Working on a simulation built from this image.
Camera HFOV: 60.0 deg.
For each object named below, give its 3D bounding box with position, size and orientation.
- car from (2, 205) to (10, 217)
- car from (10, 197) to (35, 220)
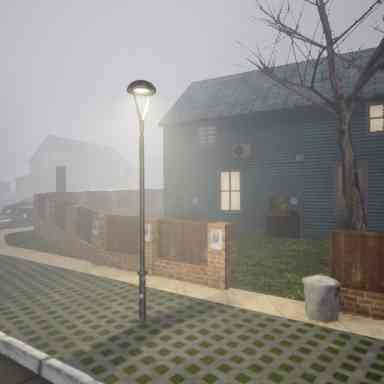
[{"bbox_3d":[-11.088,1.036,23.663,1.994,1.385,4.181,-1,1,30],"label":"car"},{"bbox_3d":[-8.835,1.053,21.680,1.895,1.301,4.718,-1,1,30],"label":"car"}]
